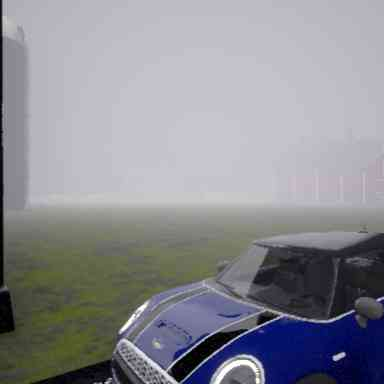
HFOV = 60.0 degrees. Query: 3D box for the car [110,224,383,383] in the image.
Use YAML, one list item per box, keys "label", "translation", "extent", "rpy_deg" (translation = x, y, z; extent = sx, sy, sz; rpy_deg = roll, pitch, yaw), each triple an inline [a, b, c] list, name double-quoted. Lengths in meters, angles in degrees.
- label: "car"
  translation: [1.373, 1.353, 4.044]
  extent: [4.553, 1.767, 2.097]
  rpy_deg: [0, 0, -35]
